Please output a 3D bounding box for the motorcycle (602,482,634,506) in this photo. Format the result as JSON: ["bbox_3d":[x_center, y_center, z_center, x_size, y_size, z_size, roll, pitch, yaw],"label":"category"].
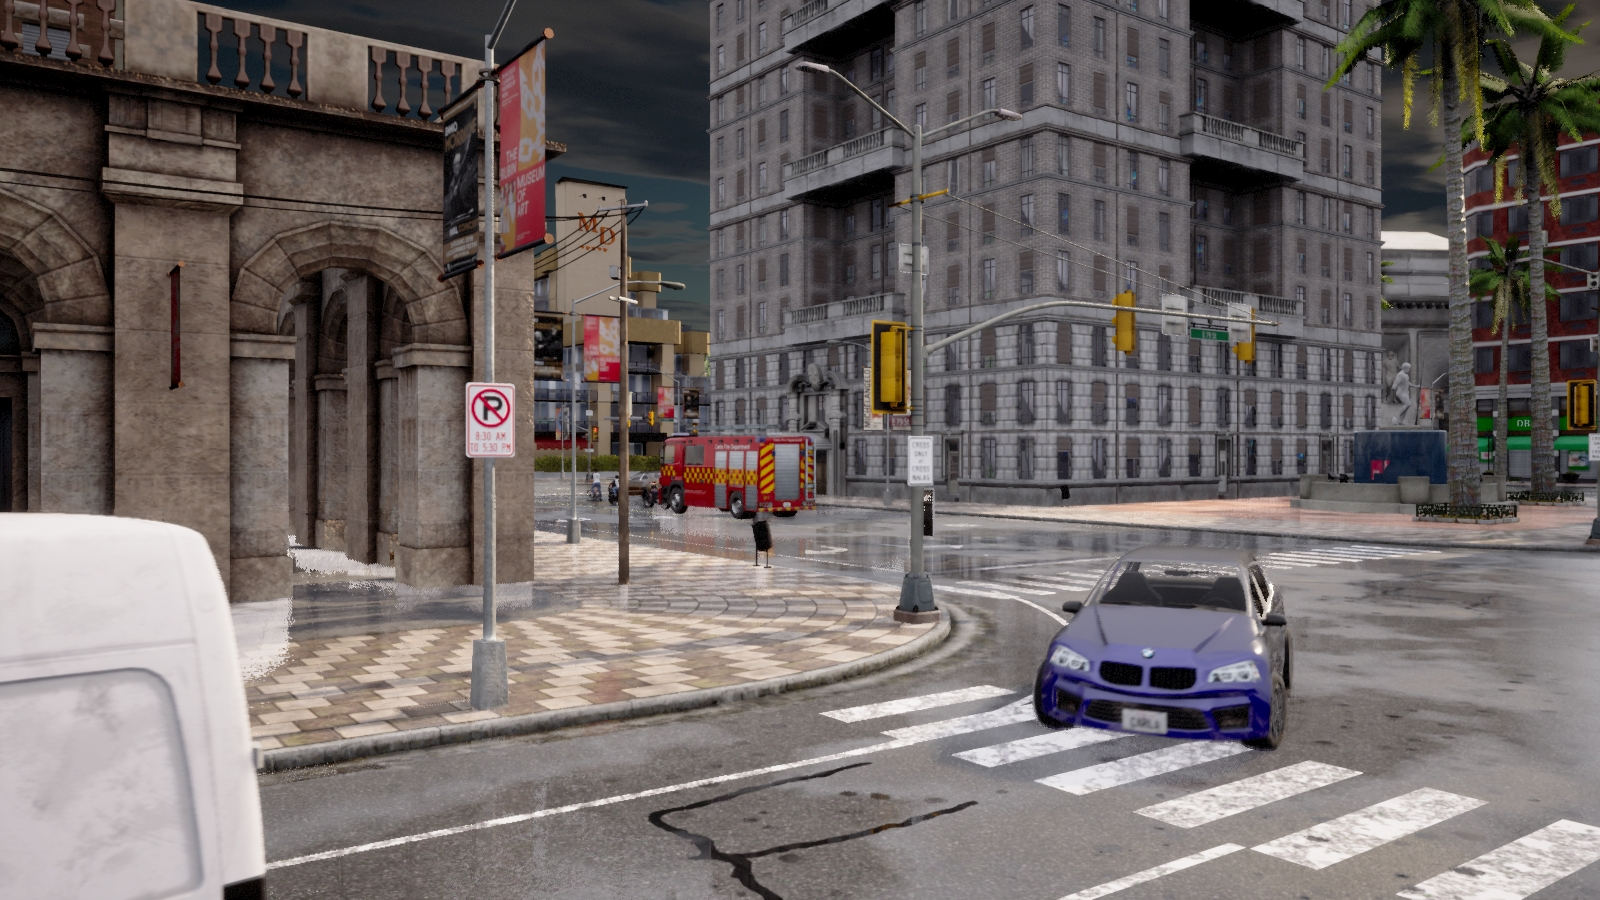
[{"bbox_3d":[-9.213,2.204,57.798,0.803,1.145,2.033,0,0,-36],"label":"motorcycle"}]

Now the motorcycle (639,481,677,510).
[{"bbox_3d":[-6.767,2.160,54.369,0.764,1.277,2.356,0,0,-35],"label":"motorcycle"}]

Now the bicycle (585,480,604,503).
[{"bbox_3d":[-11.030,2.196,61.250,0.373,1.196,1.643,0,0,-35],"label":"bicycle"}]

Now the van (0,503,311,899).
[{"bbox_3d":[-4.488,1.534,2.582,1.988,2.561,5.915,0,0,44],"label":"van"}]

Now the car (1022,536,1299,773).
[{"bbox_3d":[4.131,1.964,12.469,2.242,1.667,4.611,0,0,26],"label":"car"}]

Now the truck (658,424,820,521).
[{"bbox_3d":[-2.798,0.881,49.189,2.891,3.827,8.468,0,0,-35],"label":"truck"}]

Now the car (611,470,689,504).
[{"bbox_3d":[-8.211,1.981,62.259,2.152,1.651,5.027,0,0,-35],"label":"car"}]
